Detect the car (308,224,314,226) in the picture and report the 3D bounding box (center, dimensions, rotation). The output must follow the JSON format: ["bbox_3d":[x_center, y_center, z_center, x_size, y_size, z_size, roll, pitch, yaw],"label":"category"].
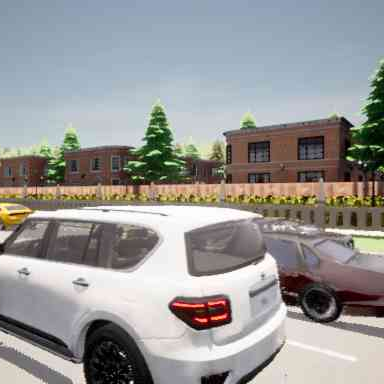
[{"bbox_3d":[2.439,1.548,10.838,5.357,1.411,2.033,0,0,35],"label":"car"}]

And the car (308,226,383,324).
[{"bbox_3d":[1.596,1.548,7.147,5.357,1.411,2.033,0,0,36],"label":"car"}]

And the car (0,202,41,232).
[{"bbox_3d":[-11.768,1.480,20.927,5.008,1.535,1.882,0,0,35],"label":"car"}]

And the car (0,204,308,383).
[{"bbox_3d":[-1.434,1.220,5.003,5.566,2.045,2.150,0,0,35],"label":"car"}]
